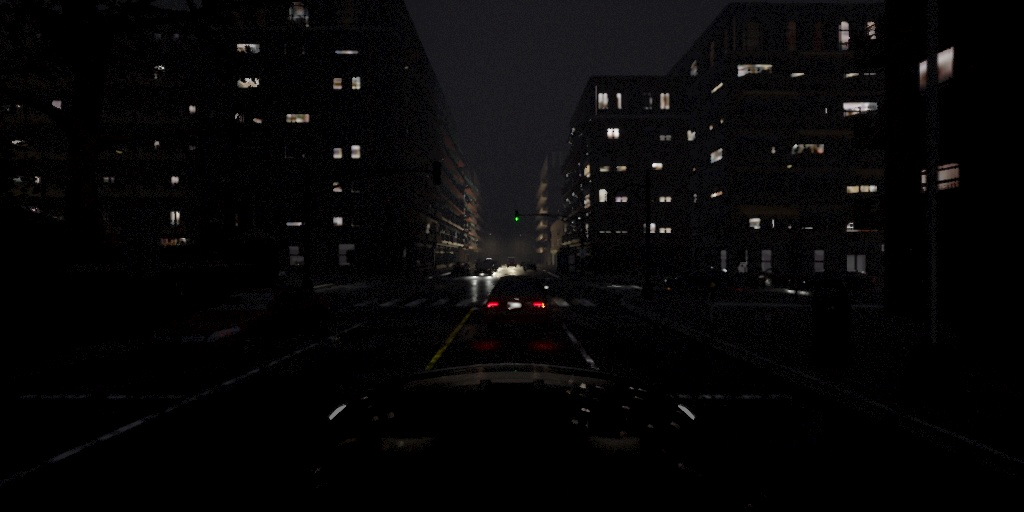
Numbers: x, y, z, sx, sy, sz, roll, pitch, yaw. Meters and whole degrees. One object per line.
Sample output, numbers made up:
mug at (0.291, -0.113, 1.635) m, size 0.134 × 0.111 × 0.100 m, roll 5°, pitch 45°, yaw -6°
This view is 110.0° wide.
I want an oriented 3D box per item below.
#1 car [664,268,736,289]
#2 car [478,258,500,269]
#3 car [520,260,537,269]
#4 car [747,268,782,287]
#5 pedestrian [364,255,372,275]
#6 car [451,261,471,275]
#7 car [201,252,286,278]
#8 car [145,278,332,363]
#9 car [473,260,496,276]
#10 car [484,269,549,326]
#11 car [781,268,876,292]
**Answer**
car at (13.745, 1.599, 26.382) m, size 4.902 × 1.511 × 2.128 m, roll 1°, pitch 0°, yaw -1°
car at (-3.143, 1.288, 49.266) m, size 2.097 × 1.767 × 4.553 m, roll 0°, pitch 0°, yaw 0°
car at (2.641, 1.498, 51.860) m, size 2.007 × 1.370 × 4.403 m, roll 0°, pitch 0°, yaw 0°
car at (21.354, 1.678, 29.043) m, size 4.097 × 1.591 × 1.967 m, roll 0°, pitch 0°, yaw -1°
pedestrian at (-12.742, 0.771, 31.570) m, size 0.375 × 1.860 × 0.375 m, roll 0°, pitch -1°, yaw -1°
car at (-5.728, 1.342, 40.579) m, size 1.967 × 1.591 × 4.097 m, roll 0°, pitch 0°, yaw 0°
car at (-17.558, 0.779, 22.771) m, size 5.566 × 2.045 × 2.150 m, roll 1°, pitch 0°, yaw -1°
car at (-5.694, 1.357, 8.169) m, size 1.802 × 1.307 × 4.207 m, roll 0°, pitch 0°, yaw 0°
car at (-3.140, 1.426, 39.908) m, size 1.812 × 1.442 × 4.674 m, roll 0°, pitch 0°, yaw 0°
car at (0.234, 1.337, 11.856) m, size 2.033 × 1.411 × 5.357 m, roll 0°, pitch 0°, yaw 3°
car at (23.554, 1.829, 26.516) m, size 5.357 × 1.411 × 2.033 m, roll 1°, pitch 0°, yaw -1°
